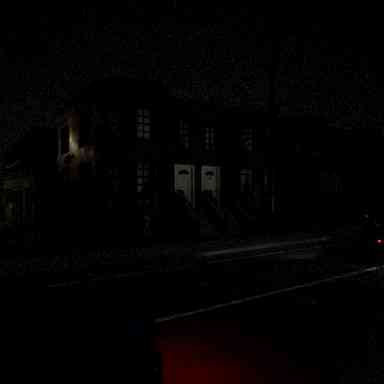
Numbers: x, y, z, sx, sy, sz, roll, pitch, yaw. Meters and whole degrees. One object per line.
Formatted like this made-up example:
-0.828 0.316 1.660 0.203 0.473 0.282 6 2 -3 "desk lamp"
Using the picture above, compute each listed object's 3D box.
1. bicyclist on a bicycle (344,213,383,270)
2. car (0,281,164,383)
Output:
5.250 1.455 9.833 0.582 1.620 1.656 0 -2 -34 "bicyclist on a bicycle"
-2.615 1.479 2.224 5.008 1.535 1.882 0 0 -34 "car"
